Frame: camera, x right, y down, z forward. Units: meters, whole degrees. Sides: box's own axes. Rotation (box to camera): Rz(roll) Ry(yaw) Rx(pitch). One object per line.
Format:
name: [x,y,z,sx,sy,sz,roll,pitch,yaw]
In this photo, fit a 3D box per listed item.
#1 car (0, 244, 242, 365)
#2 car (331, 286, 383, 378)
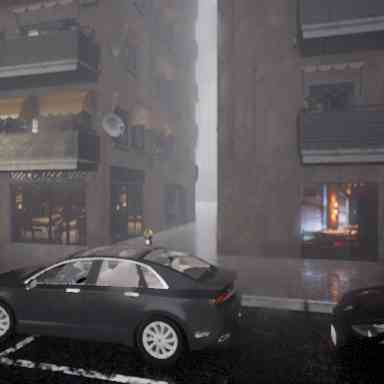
car: [-1.421,1.548,5.382,4.403,1.369,2.008,0,0,15]
car: [4.027,1.564,3.959,4.313,1.339,1.947,0,0,15]
